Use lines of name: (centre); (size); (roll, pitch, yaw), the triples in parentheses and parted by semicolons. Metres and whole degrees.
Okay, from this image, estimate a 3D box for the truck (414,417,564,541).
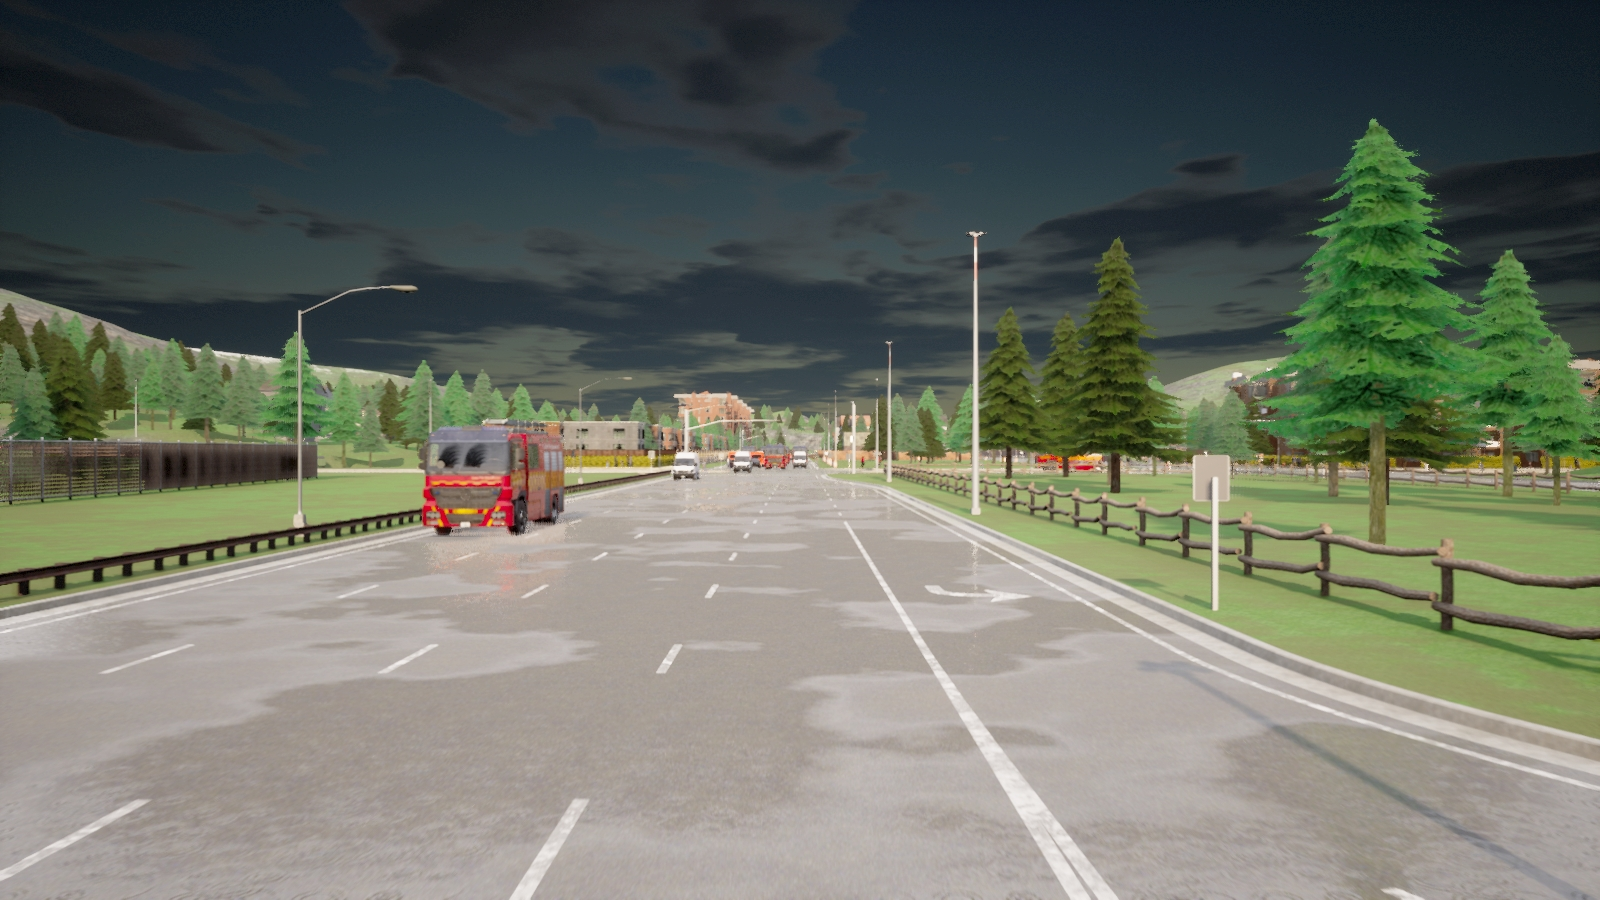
truck: (-10.496, 0.889, 39.584); (2.891, 3.827, 8.468); (0, 0, 0)
